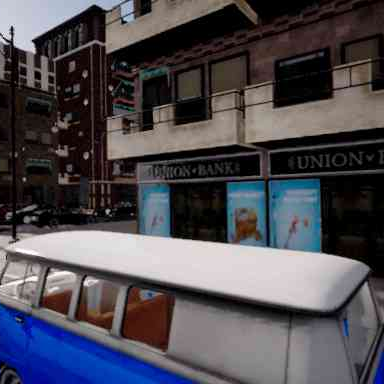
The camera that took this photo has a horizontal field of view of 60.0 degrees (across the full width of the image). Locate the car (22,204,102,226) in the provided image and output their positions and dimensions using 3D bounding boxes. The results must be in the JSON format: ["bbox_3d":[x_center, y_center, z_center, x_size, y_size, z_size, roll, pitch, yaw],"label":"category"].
[{"bbox_3d":[-8.553,1.663,22.254,1.947,1.339,4.313,-2,-1,36],"label":"car"}]

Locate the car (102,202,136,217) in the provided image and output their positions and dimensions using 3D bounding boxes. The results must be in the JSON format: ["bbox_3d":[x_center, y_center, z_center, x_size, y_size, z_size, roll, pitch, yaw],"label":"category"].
[{"bbox_3d":[-6.806,1.778,34.478,2.128,1.511,4.902,-2,-1,36],"label":"car"}]

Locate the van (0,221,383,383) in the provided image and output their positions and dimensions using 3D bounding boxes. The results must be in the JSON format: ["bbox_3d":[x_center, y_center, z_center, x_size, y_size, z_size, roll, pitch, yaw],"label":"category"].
[{"bbox_3d":[-0.375,1.350,3.118,3.998,1.788,1.690,0,-1,35],"label":"van"}]

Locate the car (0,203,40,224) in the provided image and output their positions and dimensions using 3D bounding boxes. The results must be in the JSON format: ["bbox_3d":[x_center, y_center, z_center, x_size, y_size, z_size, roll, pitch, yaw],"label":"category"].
[{"bbox_3d":[-12.348,1.739,26.876,1.837,1.490,4.892,-2,-1,36],"label":"car"}]

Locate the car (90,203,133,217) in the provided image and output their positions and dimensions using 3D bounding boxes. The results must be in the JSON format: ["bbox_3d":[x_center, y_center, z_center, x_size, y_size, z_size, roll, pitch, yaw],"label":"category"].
[{"bbox_3d":[-8.686,1.912,36.304,1.947,1.339,4.313,-2,-1,36],"label":"car"}]
